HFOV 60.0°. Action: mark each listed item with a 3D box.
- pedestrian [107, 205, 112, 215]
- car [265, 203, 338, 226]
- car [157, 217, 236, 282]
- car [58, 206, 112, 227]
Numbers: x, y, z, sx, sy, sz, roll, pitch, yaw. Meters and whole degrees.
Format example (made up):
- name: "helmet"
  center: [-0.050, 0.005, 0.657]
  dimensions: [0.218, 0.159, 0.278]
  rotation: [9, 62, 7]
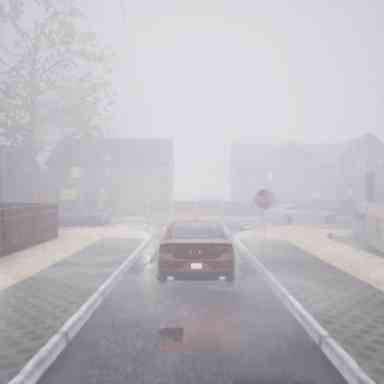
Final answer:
- name: "pedestrian"
  center: [-6.715, 1.310, 27.109]
  dimensions: [0.375, 1.860, 0.375]
  rotation: [0, -1, 1]
- name: "car"
  center: [6.909, 1.434, 21.238]
  dimensions: [4.674, 1.442, 1.812]
  rotation: [0, -2, -7]
- name: "car"
  center: [0.099, 1.461, 9.732]
  dimensions: [1.882, 1.535, 5.008]
  rotation: [0, 0, 0]
- name: "car"
  center: [-7.258, 1.602, 21.242]
  dimensions: [4.181, 1.385, 1.994]
  rotation: [-1, -1, 0]
